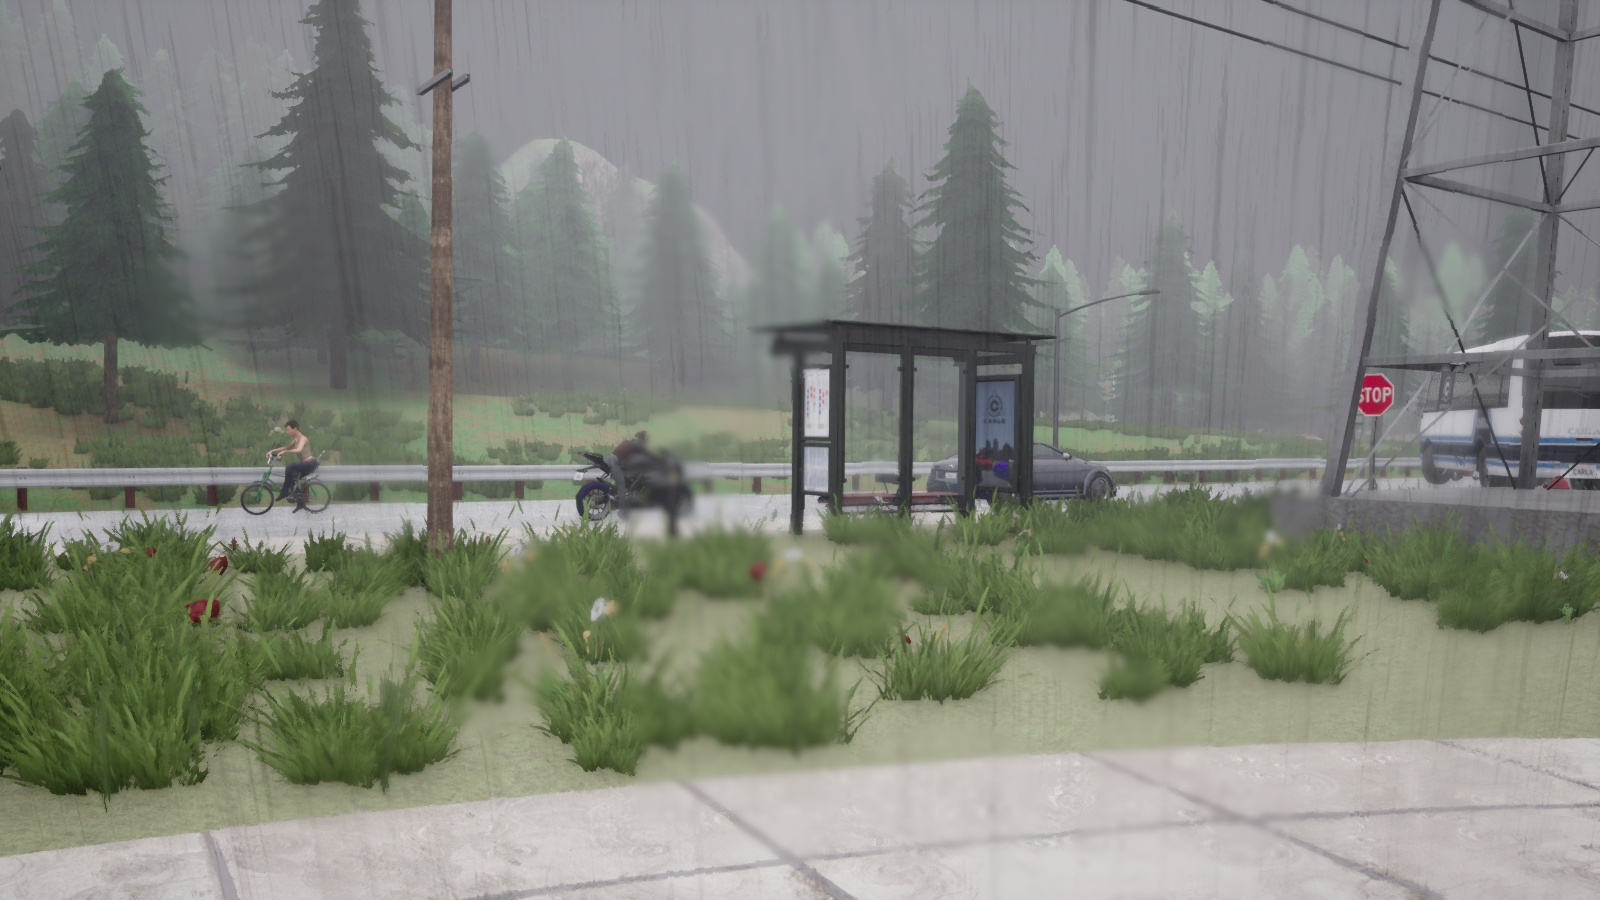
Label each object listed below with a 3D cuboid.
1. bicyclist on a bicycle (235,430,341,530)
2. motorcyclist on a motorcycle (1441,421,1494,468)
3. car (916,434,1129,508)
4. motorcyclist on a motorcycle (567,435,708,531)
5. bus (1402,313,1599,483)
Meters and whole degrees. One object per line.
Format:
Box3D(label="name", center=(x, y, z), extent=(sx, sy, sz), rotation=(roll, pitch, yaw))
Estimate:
Box3D(label="bicyclist on a bicycle", center=(-8.697, 0.481, 21.338), extent=(1.509, 1.612, 0.866), rotation=(-1, 1, -34))
Box3D(label="motorcyclist on a motorcycle", center=(22.955, -0.199, 43.160), extent=(1.817, 1.590, 0.866), rotation=(-1, 1, -35))
Box3D(label="car", center=(4.695, 0.383, 26.325), extent=(4.181, 1.385, 1.994), rotation=(-1, 1, -34))
Box3D(label="motorcyclist on a motorcycle", center=(-2.729, 0.518, 21.208), extent=(2.191, 1.530, 0.866), rotation=(-1, 1, -35))
Box3D(label="bus", center=(20.869, -1.400, 36.621), extent=(3.944, 4.253, 10.273), rotation=(0, 1, 14))
